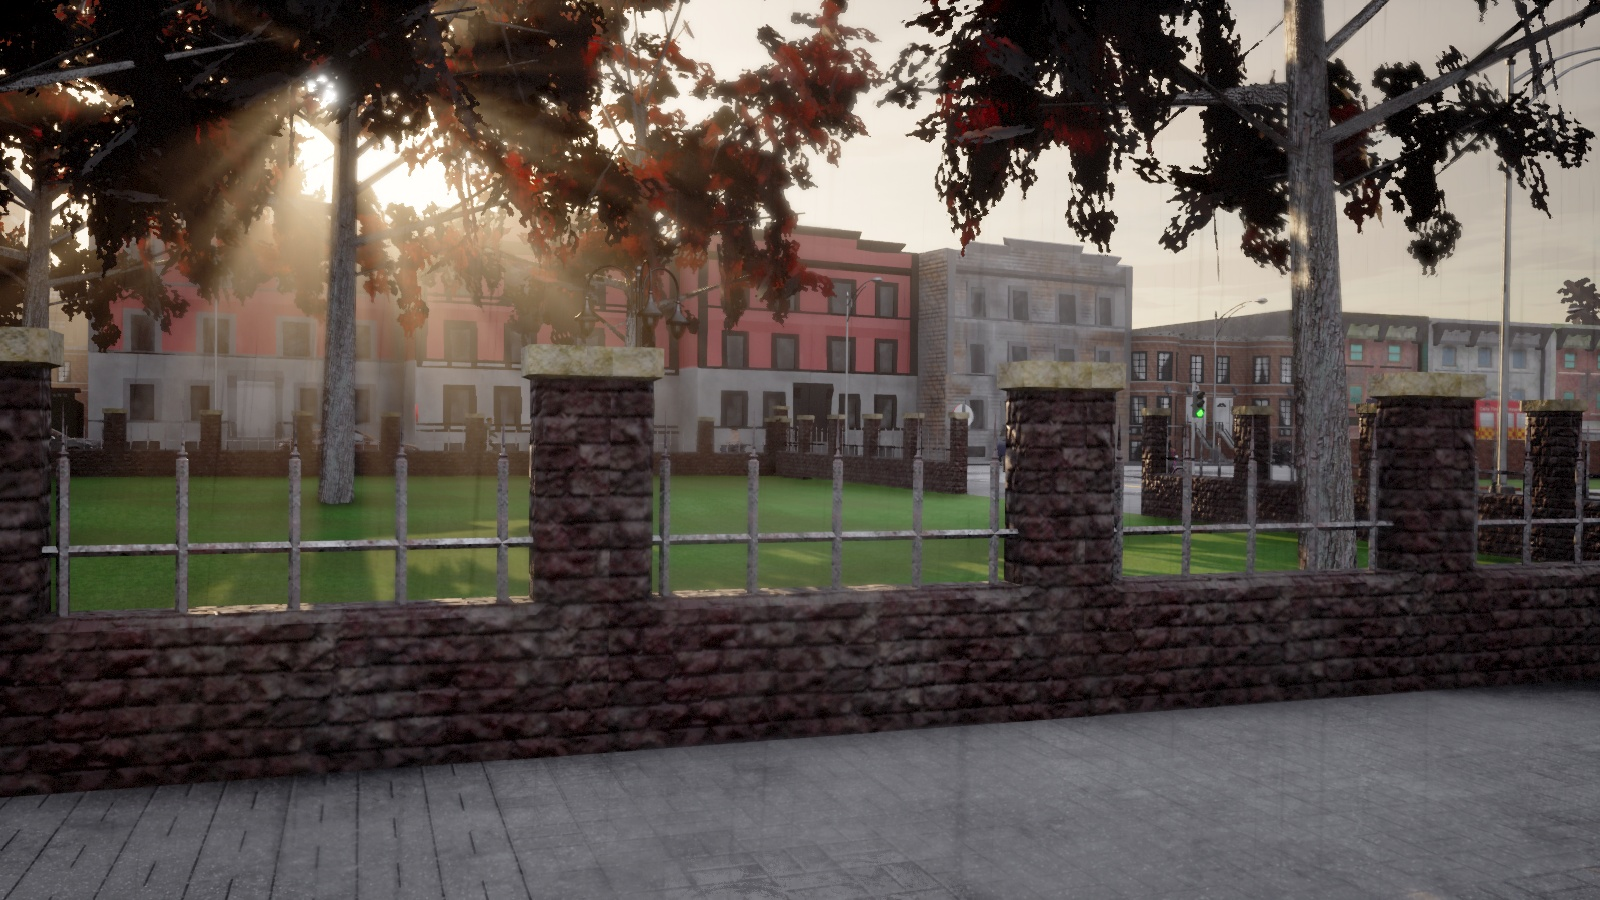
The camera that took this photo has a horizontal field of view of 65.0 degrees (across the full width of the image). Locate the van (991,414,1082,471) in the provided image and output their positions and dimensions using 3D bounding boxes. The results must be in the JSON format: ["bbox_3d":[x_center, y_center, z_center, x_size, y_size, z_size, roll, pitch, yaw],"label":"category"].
[{"bbox_3d":[8.707,-0.301,46.585,1.775,1.987,4.442,-1,1,-11],"label":"van"}]

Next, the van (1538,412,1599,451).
[{"bbox_3d":[41.292,-0.970,66.074,4.442,1.987,1.775,-1,1,-19],"label":"van"}]

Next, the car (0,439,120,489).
[{"bbox_3d":[-24.059,0.428,39.022,4.892,1.490,1.837,-1,1,-19],"label":"car"}]

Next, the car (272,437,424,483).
[{"bbox_3d":[-15.118,0.301,42.160,4.674,1.442,1.812,-1,1,-19],"label":"car"}]

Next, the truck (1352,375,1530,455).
[{"bbox_3d":[32.092,-1.736,62.869,8.468,3.827,2.891,-1,1,-19],"label":"truck"}]

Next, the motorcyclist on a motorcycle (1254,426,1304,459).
[{"bbox_3d":[22.729,-0.382,59.617,2.191,1.530,0.866,-1,1,-19],"label":"motorcyclist on a motorcycle"}]

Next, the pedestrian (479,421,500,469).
[{"bbox_3d":[-12.648,-0.194,51.150,0.788,1.949,0.423,-1,1,-11],"label":"pedestrian"}]
